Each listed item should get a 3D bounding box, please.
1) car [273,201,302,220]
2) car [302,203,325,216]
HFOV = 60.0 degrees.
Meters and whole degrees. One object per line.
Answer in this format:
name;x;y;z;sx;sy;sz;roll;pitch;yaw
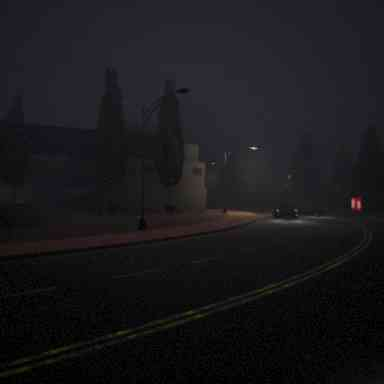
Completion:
car;9.133;1.717;32.535;2.097;1.767;4.553;0;-1;10
car;13.477;1.989;38.193;2.033;1.411;5.357;0;-1;3
